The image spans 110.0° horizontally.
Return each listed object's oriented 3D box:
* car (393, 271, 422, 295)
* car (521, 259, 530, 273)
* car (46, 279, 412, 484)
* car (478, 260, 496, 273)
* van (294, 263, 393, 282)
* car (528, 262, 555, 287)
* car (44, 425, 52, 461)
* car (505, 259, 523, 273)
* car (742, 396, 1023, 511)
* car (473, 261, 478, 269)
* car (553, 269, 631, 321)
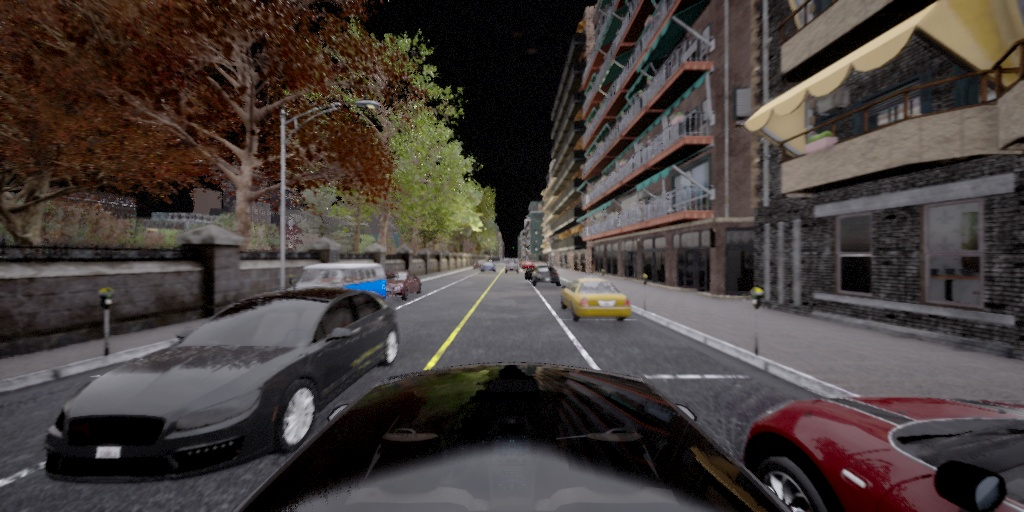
[{"bbox_3d":[-5.691,1.405,17.948,1.802,1.307,4.207,0,0,0],"label":"car"},{"bbox_3d":[2.686,1.566,57.360,1.888,1.381,4.507,0,0,0],"label":"car"},{"bbox_3d":[-3.100,1.270,5.183,1.837,1.490,4.892,0,0,0],"label":"car"},{"bbox_3d":[-3.086,1.492,47.219,1.812,1.442,4.674,0,0,0],"label":"car"},{"bbox_3d":[-5.691,1.138,12.317,1.690,1.789,3.998,0,0,0],"label":"van"},{"bbox_3d":[2.351,1.386,25.974,1.812,1.442,4.674,0,0,0],"label":"car"},{"bbox_3d":[-5.690,1.062,1.058,2.192,1.841,5.009,0,0,0],"label":"car"},{"bbox_3d":[0.005,1.512,47.009,2.033,1.411,5.357,0,0,1],"label":"car"},{"bbox_3d":[2.690,1.187,1.058,1.967,1.591,4.097,0,0,0],"label":"car"},{"bbox_3d":[-5.695,1.493,62.990,1.967,1.591,4.097,0,0,0],"label":"car"},{"bbox_3d":[2.690,1.322,12.489,1.751,1.417,4.829,0,0,0],"label":"car"}]
